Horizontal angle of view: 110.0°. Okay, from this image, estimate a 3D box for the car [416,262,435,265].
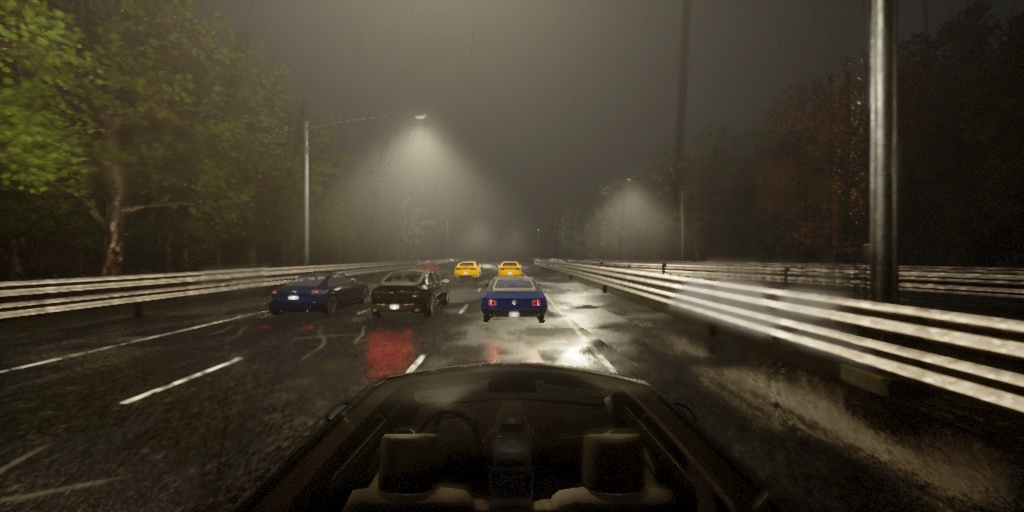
[{"bbox_3d":[-7.189,1.236,29.976,1.812,1.442,4.674,0,0,-1],"label":"car"}]

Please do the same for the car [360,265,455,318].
[{"bbox_3d":[-3.457,1.235,12.912,1.837,1.490,4.892,0,0,0],"label":"car"}]

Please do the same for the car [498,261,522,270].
[{"bbox_3d":[-0.196,1.185,30.418,1.882,1.535,5.008,0,0,-1],"label":"car"}]

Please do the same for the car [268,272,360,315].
[{"bbox_3d":[-6.961,1.295,13.400,1.994,1.385,4.181,0,0,0],"label":"car"}]

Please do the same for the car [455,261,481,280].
[{"bbox_3d":[-3.699,1.186,30.530,1.882,1.535,5.008,0,0,-1],"label":"car"}]

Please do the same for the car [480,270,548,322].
[{"bbox_3d":[0.051,1.331,12.188,1.895,1.301,4.718,0,0,0],"label":"car"}]
